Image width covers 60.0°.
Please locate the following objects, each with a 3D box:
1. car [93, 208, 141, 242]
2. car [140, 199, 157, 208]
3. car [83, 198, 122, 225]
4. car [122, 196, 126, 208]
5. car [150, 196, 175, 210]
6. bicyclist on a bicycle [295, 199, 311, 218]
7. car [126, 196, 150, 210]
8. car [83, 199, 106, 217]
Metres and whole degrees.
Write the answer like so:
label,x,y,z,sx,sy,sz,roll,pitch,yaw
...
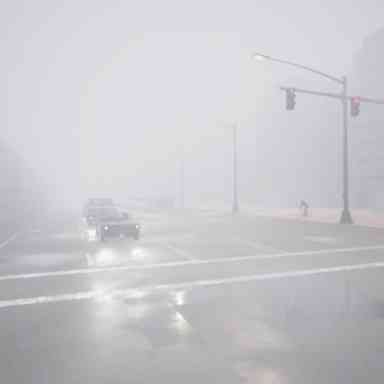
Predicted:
label,x,y,z,sx,sy,sz,roll,pitch,yaw
car,-4.027,1.769,17.739,1.895,1.301,4.718,0,0,-20
car,-7.921,2.067,59.863,2.033,1.411,5.357,0,0,-20
car,-7.301,1.482,26.780,2.150,2.045,5.566,0,0,-20
car,-11.456,1.763,59.446,2.150,2.045,5.566,0,0,-20
car,-4.239,1.638,49.783,2.150,2.045,5.566,0,0,-20
bicyclist on a bicycle,9.564,1.458,28.610,1.656,1.620,0.582,-1,0,-20
car,-7.857,1.661,49.494,2.150,2.045,5.566,0,0,-20
car,-10.745,1.710,36.336,2.097,1.767,4.553,0,0,-20
